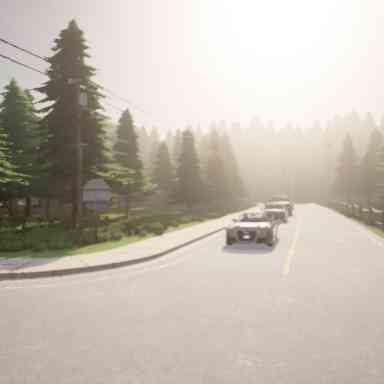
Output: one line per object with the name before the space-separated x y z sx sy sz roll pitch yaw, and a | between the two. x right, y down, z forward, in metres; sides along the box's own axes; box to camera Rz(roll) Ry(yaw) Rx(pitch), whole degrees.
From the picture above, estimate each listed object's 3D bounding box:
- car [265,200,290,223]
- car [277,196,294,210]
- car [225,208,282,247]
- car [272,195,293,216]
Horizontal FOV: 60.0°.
car | 6.719 1.632 27.027 1.837 1.490 4.892 -1 -1 18
car | 13.500 1.561 48.004 2.097 1.767 4.553 -1 0 18
car | 2.861 1.647 15.432 1.994 1.385 4.181 -1 -1 19
car | 9.449 1.384 35.245 2.150 2.045 5.566 -1 -1 18
